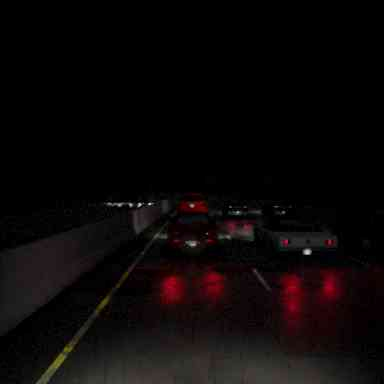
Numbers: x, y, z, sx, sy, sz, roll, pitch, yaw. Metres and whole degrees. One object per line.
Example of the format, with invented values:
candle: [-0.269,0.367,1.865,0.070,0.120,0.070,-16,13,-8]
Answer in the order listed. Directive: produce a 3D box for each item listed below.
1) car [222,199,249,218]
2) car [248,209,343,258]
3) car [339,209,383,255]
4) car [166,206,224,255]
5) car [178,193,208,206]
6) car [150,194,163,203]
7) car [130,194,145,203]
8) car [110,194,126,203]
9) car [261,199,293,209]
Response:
car: [3.589,1.343,27.990,2.128,1.511,4.902,0,0,1]
car: [3.541,1.535,12.382,1.895,1.301,4.718,0,0,0]
car: [7.046,1.437,13.020,1.837,1.490,4.892,0,1,0]
car: [0.044,1.458,12.822,1.812,1.442,4.674,0,0,0]
car: [0.062,1.080,26.871,2.150,2.045,5.566,0,1,1]
car: [-6.215,1.190,59.271,1.837,1.490,4.892,0,1,2]
car: [-9.712,1.163,59.394,1.882,1.535,5.008,0,0,2]
car: [-13.211,1.163,59.369,1.882,1.535,5.008,0,0,2]
car: [7.089,1.343,27.988,2.128,1.511,4.902,0,0,1]
